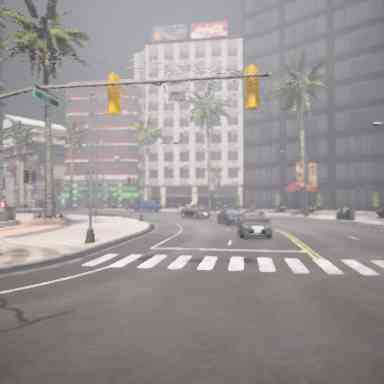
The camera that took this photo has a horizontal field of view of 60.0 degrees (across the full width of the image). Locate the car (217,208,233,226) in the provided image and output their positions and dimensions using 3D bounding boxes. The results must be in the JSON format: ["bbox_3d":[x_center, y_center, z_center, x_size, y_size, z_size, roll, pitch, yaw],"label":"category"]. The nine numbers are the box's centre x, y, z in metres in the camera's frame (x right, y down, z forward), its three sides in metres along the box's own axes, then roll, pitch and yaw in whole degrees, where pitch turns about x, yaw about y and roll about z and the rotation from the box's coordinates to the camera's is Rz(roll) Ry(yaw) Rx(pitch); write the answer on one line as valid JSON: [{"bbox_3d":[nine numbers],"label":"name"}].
[{"bbox_3d":[3.570,2.191,29.943,1.812,1.442,4.674,0,-1,-11],"label":"car"}]

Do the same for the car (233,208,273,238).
[{"bbox_3d":[3.850,1.952,20.740,2.128,1.511,4.902,0,-1,6],"label":"car"}]

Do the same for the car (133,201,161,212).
[{"bbox_3d":[-7.994,2.560,59.177,5.566,2.045,2.150,-1,-2,34],"label":"car"}]

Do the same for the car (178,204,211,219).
[{"bbox_3d":[0.374,2.373,39.382,2.128,1.511,4.902,1,-1,-29],"label":"car"}]

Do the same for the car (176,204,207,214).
[{"bbox_3d":[-0.121,2.648,52.297,1.882,1.535,5.008,1,-2,-44],"label":"car"}]
